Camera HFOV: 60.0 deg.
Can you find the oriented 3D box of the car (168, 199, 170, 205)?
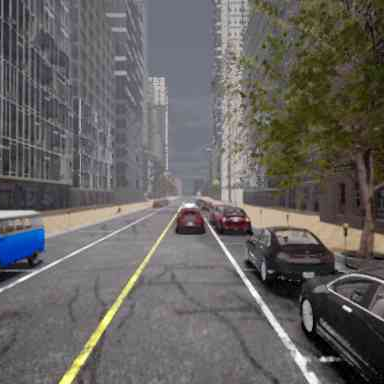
[{"bbox_3d":[-6.415,2.340,77.928,1.887,1.381,4.507,0,-1,-1],"label":"car"}]

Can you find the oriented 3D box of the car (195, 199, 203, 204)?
[{"bbox_3d":[1.858,2.444,89.382,1.947,1.339,4.313,0,0,-1],"label":"car"}]

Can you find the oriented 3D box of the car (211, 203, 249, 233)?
[{"bbox_3d":[2.503,1.662,21.082,1.967,1.590,4.097,0,-1,-1],"label":"car"}]

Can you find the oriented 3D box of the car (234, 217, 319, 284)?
[{"bbox_3d":[2.611,1.654,9.697,2.008,1.369,4.403,0,-1,-1],"label":"car"}]

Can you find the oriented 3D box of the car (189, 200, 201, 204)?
[{"bbox_3d":[-0.268,2.021,39.740,1.895,1.301,4.718,0,-1,0],"label":"car"}]

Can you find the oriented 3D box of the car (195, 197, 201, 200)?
[{"bbox_3d":[2.073,2.238,66.616,1.947,1.339,4.313,0,-1,-1],"label":"car"}]

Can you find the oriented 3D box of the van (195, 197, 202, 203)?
[{"bbox_3d":[1.804,2.269,95.078,1.690,1.788,3.998,0,0,-1],"label":"van"}]

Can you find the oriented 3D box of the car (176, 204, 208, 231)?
[{"bbox_3d":[-0.115,1.765,22.201,1.812,1.442,4.674,0,0,0],"label":"car"}]

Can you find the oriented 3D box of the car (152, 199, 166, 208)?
[{"bbox_3d":[-6.253,2.183,60.851,1.887,1.381,4.507,0,-1,-1],"label":"car"}]

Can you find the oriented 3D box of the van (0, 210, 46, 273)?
[{"bbox_3d":[-5.770,1.463,9.624,1.690,1.788,3.998,0,-1,-1],"label":"van"}]

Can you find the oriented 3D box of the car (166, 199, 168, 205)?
[{"bbox_3d":[-6.307,2.273,66.544,1.802,1.307,4.206,0,-1,-1],"label":"car"}]

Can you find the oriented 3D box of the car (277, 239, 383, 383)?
[{"bbox_3d":[2.664,1.591,4.005,2.008,1.369,4.403,0,-1,-1],"label":"car"}]

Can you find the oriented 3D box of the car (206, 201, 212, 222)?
[{"bbox_3d":[2.449,1.722,26.774,1.967,1.590,4.097,0,-1,-1],"label":"car"}]

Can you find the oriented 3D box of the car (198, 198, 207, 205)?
[{"bbox_3d":[2.234,2.056,49.541,1.887,1.381,4.507,0,-1,-1],"label":"car"}]

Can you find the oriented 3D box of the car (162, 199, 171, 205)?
[{"bbox_3d":[-6.469,2.412,83.620,1.947,1.339,4.313,0,-1,-1],"label":"car"}]
